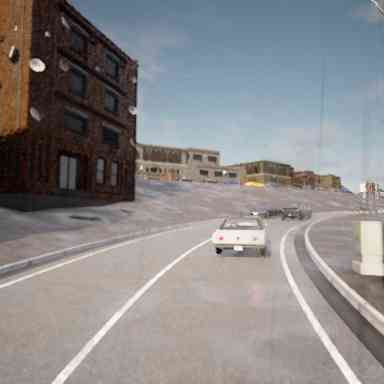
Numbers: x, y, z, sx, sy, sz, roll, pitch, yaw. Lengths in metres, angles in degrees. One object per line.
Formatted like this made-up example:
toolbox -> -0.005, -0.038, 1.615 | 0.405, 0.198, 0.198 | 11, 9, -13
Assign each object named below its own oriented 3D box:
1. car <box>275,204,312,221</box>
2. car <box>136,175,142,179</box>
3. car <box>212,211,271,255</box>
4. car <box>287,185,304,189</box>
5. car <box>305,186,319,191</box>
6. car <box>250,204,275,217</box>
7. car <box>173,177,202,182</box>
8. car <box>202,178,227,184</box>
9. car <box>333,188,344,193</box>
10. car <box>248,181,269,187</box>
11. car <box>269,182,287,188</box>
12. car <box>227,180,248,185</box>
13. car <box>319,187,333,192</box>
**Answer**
car -> 9.592, 1.797, 30.333 | 2.128, 1.511, 4.902 | -3, -2, 32
car -> -10.971, -2.647, 58.038 | 4.553, 1.767, 2.185 | 2, -5, -27
car -> 2.142, 1.671, 13.690 | 1.895, 1.301, 4.718 | -1, -1, 14
car -> 22.927, -0.888, 76.816 | 4.792, 1.488, 2.163 | 3, -5, -32
car -> 27.535, -0.609, 79.840 | 4.674, 1.452, 2.002 | 3, -5, -33
car -> 7.408, 1.966, 33.661 | 2.128, 1.511, 4.902 | -3, -3, 35
car -> -1.250, -2.134, 63.035 | 4.892, 1.521, 2.231 | 2, -5, -27
car -> 3.651, -1.926, 65.567 | 4.892, 1.521, 2.231 | 2, -5, -27
car -> 36.564, -0.188, 86.212 | 4.553, 1.767, 2.185 | 4, -6, -36
car -> 13.346, -1.445, 70.942 | 5.008, 1.535, 2.097 | 3, -5, -30
car -> 18.085, -1.316, 73.781 | 4.553, 1.767, 2.185 | 3, -5, -31
car -> 8.527, -1.652, 68.200 | 4.674, 1.452, 2.002 | 3, -5, -28
car -> 31.998, -0.374, 82.911 | 4.892, 1.521, 2.231 | 3, -6, -34
